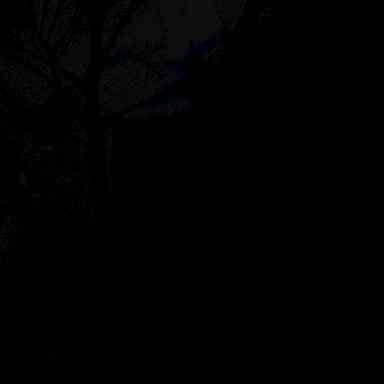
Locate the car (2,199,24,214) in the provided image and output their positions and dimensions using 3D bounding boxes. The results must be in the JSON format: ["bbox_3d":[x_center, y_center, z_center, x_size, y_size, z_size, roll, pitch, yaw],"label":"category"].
[{"bbox_3d":[-21.066,1.561,37.658,1.882,1.535,5.008,1,0,4],"label":"car"}]
